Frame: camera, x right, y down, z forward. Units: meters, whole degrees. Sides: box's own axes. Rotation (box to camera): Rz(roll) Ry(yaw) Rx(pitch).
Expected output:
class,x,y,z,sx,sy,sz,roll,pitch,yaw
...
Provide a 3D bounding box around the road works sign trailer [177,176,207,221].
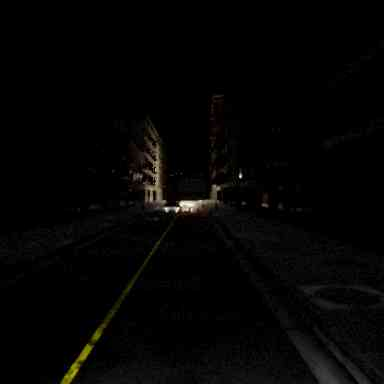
class,x,y,z,sx,sy,sz,roll,pitch,yaw
road works sign trailer,0.008,0.526,26.896,2.380,3.560,2.880,0,0,0

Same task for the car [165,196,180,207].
class,x,y,z,sx,sy,sz,roll,pitch,yaw
car,-3.062,1.488,52.396,2.097,1.767,4.553,0,0,0
